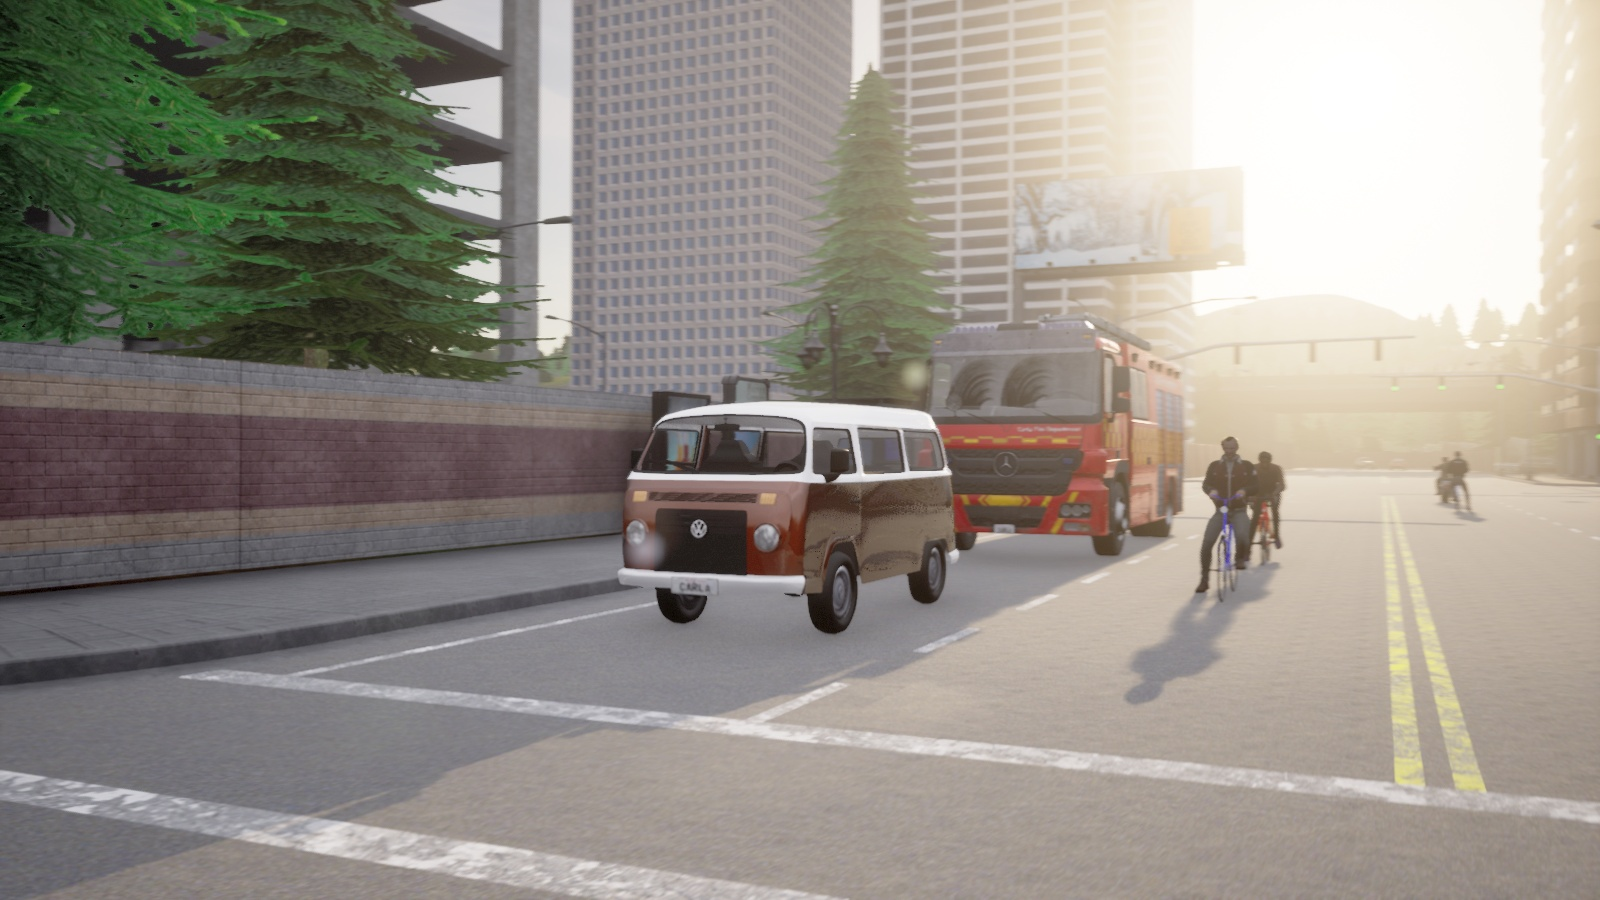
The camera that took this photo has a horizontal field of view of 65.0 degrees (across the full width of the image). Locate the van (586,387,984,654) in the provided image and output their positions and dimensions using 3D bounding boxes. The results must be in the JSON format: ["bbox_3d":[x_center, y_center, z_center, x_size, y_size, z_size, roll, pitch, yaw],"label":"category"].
[{"bbox_3d":[0.106,0.552,12.067,2.069,2.038,4.480,0,0,25],"label":"van"}]

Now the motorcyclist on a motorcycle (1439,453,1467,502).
[{"bbox_3d":[22.383,0.930,43.069,0.766,1.649,2.350,0,-1,25],"label":"motorcyclist on a motorcycle"}]

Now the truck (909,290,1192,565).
[{"bbox_3d":[4.728,-0.287,21.926,2.891,3.827,8.468,0,0,25],"label":"truck"}]

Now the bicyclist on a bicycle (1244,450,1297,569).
[{"bbox_3d":[6.756,0.809,18.000,0.582,1.620,1.656,0,0,25],"label":"bicyclist on a bicycle"}]

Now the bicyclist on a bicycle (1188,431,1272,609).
[{"bbox_3d":[4.643,0.705,13.497,0.659,1.776,1.843,0,-1,25],"label":"bicyclist on a bicycle"}]
